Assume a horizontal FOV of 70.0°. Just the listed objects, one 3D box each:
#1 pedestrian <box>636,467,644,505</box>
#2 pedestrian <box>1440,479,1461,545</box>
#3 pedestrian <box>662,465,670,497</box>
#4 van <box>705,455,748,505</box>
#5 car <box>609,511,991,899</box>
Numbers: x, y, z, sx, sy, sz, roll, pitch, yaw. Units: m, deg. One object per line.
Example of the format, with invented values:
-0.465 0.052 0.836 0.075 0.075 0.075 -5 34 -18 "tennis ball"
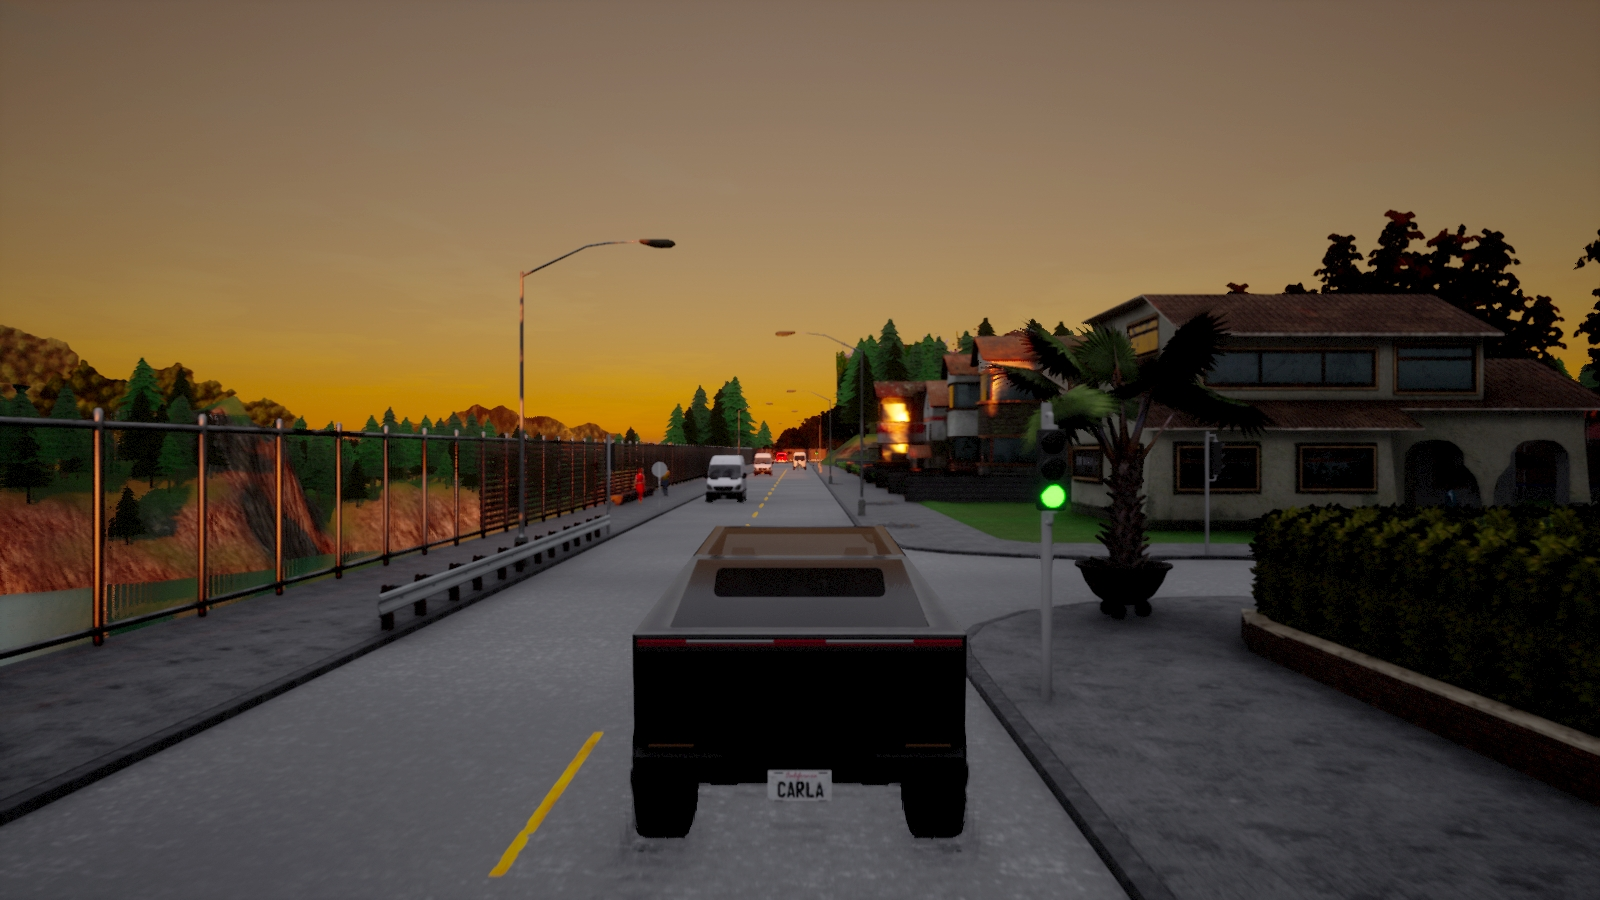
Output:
-7.891 1.786 56.366 0.375 1.860 0.375 0 0 1 "pedestrian"
18.623 1.762 32.706 0.375 1.860 0.375 0 0 0 "pedestrian"
-7.872 1.796 66.970 0.375 1.860 0.375 0 0 12 "pedestrian"
-4.010 1.579 62.909 1.988 2.561 5.915 0 0 0 "van"
-0.002 1.762 10.280 2.390 2.098 6.274 0 0 0 "car"
